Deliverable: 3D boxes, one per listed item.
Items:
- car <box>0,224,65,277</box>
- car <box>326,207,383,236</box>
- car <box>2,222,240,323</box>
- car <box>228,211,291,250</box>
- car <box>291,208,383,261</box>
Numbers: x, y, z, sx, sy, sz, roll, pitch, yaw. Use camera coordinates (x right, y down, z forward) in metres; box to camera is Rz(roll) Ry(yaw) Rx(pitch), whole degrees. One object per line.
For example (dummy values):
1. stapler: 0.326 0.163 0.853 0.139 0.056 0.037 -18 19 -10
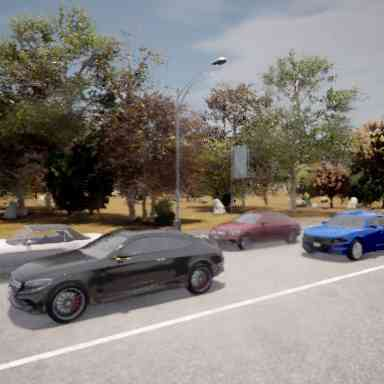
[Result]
1. car: -4.498 1.607 9.366 4.718 1.301 1.895 0 0 -35
2. car: 10.011 1.638 19.609 4.181 1.385 1.994 0 0 -36
3. car: -1.350 1.537 7.306 4.674 1.442 1.812 0 0 -35
4. car: 2.882 1.566 14.580 4.674 1.442 1.812 0 0 -35
5. car: 6.275 1.525 12.685 5.008 1.535 1.882 0 0 -35
